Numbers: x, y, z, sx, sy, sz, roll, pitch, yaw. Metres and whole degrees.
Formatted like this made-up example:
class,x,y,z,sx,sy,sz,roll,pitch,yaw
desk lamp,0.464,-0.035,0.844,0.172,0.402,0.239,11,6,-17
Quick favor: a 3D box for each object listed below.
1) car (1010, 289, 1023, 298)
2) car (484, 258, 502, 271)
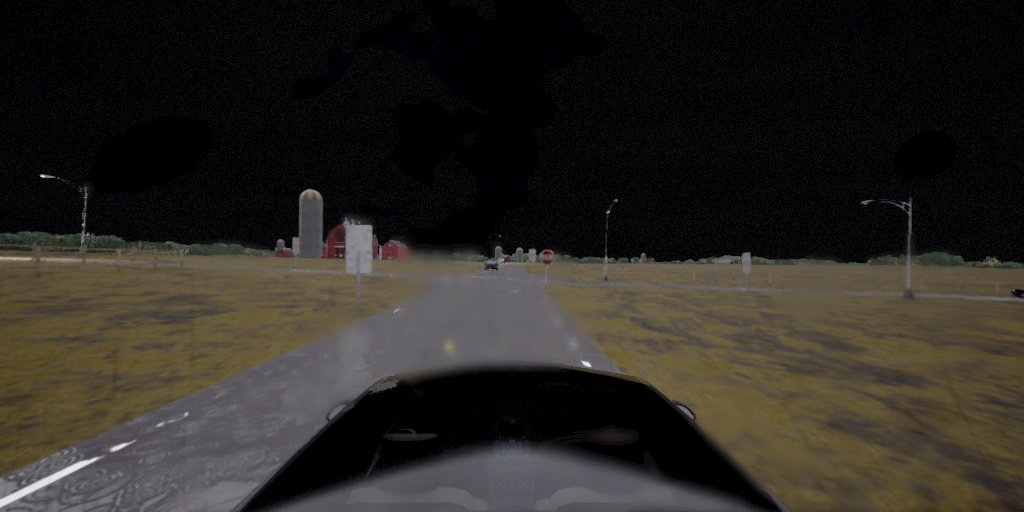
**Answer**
class,x,y,z,sx,sy,sz,roll,pitch,yaw
car,49.136,3.336,32.886,4.718,1.301,1.895,2,-1,0
car,-2.735,1.286,48.443,2.033,1.411,5.357,0,0,0
